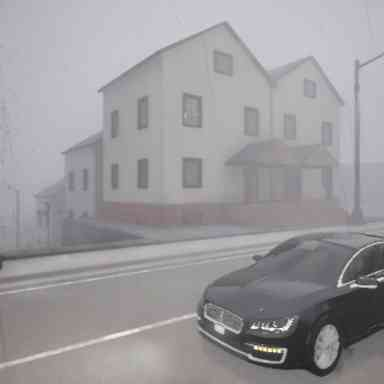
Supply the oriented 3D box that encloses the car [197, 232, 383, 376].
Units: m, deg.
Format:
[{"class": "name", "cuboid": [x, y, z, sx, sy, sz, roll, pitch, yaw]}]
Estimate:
[{"class": "car", "cuboid": [2.334, 1.499, 5.648, 4.892, 1.490, 1.837, 0, 0, -35]}]
